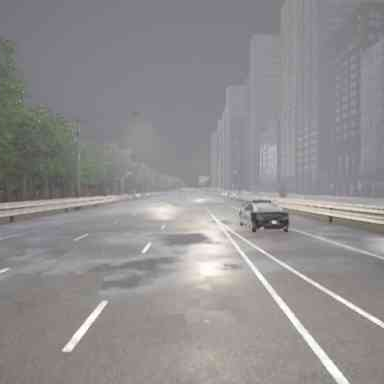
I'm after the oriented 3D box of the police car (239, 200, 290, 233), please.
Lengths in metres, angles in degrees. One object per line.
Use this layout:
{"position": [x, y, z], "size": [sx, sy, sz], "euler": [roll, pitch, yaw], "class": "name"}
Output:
{"position": [3.905, 1.271, 18.861], "size": [1.930, 1.638, 5.238], "euler": [0, 0, -3], "class": "police car"}
